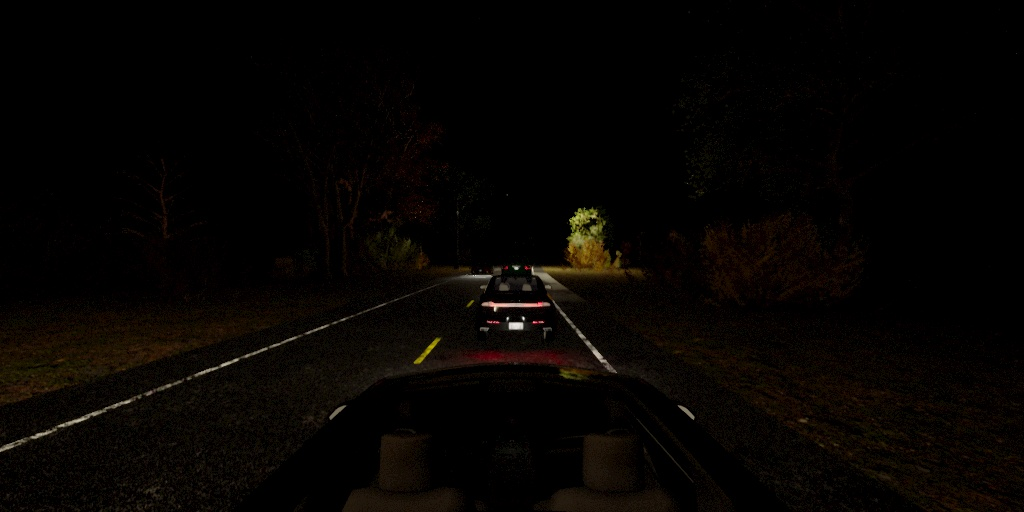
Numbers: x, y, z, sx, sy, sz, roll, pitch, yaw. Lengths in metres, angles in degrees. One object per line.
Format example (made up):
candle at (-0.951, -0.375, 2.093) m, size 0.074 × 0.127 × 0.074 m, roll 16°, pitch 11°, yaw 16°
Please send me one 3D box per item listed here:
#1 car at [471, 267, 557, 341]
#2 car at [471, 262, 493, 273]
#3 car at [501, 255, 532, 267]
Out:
car at (0.101, 1.235, 9.843) m, size 2.128 × 1.511 × 4.902 m, roll 0°, pitch 0°, yaw 0°
car at (-3.034, 1.270, 37.339) m, size 1.994 × 1.385 × 4.181 m, roll 0°, pitch 0°, yaw 2°
car at (0.350, 0.946, 27.185) m, size 2.150 × 2.045 × 5.566 m, roll 0°, pitch 0°, yaw 1°
